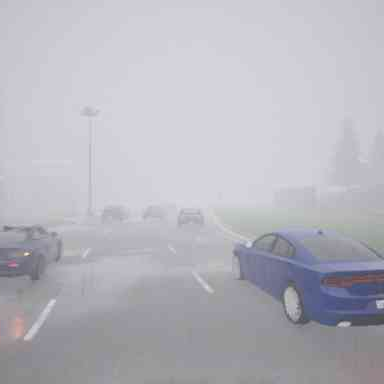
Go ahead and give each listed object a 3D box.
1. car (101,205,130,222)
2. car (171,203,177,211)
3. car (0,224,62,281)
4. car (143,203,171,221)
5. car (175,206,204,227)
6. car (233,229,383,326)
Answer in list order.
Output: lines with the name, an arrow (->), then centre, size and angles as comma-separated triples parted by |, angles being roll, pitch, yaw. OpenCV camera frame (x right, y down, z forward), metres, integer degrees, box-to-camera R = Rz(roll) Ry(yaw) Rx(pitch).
car -> -7.061, 1.957, 31.072 | 1.837, 1.490, 4.892 | -1, -1, 0
car -> -3.218, 2.262, 50.057 | 1.895, 1.301, 4.718 | 0, -1, 1
car -> -5.238, 1.698, 10.106 | 1.812, 1.442, 4.674 | 0, -1, -12
car -> -3.599, 1.989, 32.500 | 2.033, 1.411, 5.357 | 0, -1, 1
car -> -0.113, 1.933, 26.086 | 1.895, 1.301, 4.718 | 0, -1, -1
car -> 2.390, 1.553, 7.387 | 1.882, 1.535, 5.008 | 0, -1, -11
